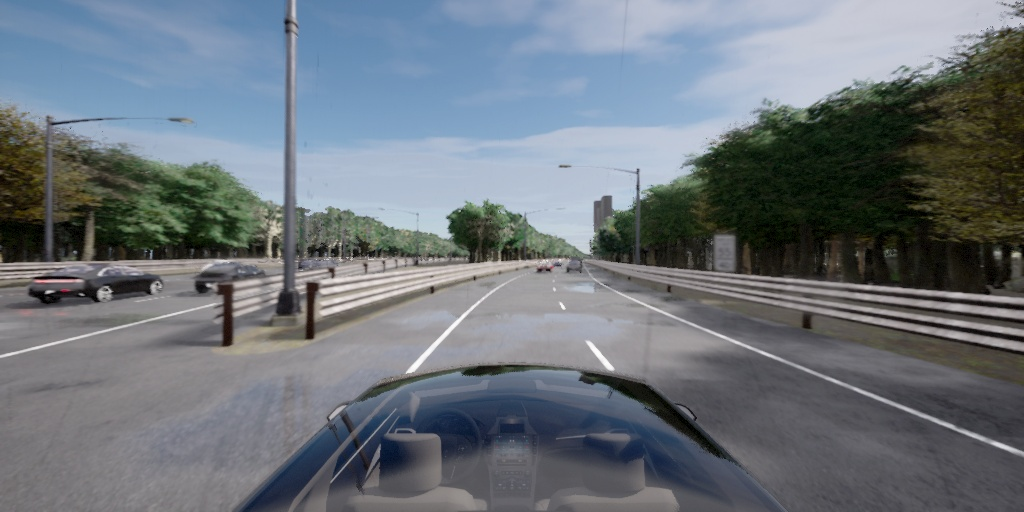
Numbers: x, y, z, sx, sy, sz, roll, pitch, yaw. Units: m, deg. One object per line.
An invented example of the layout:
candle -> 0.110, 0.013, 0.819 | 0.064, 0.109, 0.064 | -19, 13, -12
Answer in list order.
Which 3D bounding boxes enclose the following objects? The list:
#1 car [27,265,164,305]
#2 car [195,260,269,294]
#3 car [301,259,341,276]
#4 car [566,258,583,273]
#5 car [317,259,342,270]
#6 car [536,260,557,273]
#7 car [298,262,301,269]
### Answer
car -> -17.401, 1.119, 15.395 | 2.128, 1.511, 4.902 | 0, 0, -14
car -> -14.910, 1.156, 19.414 | 1.837, 1.490, 4.892 | 0, 0, -14
car -> -18.471, 1.217, 35.002 | 1.895, 1.301, 4.718 | 0, 0, -12
car -> 7.663, 1.312, 44.270 | 2.128, 1.511, 4.902 | 0, 0, 11
car -> -24.333, 1.132, 47.860 | 1.994, 1.385, 4.181 | 0, 0, -13
car -> 4.169, 1.400, 44.617 | 1.895, 1.301, 4.718 | 0, 0, 11
car -> -28.592, 1.098, 50.924 | 1.994, 1.385, 4.181 | 0, 0, -9
